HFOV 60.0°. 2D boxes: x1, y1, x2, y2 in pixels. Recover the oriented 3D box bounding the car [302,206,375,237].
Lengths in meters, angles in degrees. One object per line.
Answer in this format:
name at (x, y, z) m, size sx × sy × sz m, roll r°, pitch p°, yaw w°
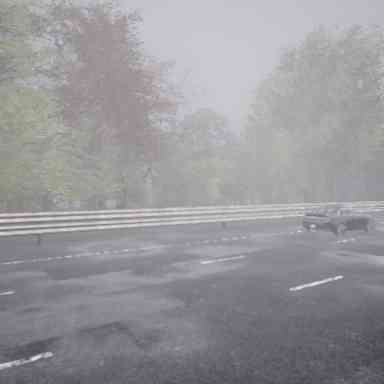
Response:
car at (8.046, 1.505, 18.086) m, size 4.902 × 1.511 × 2.128 m, roll 0°, pitch 0°, yaw -36°
